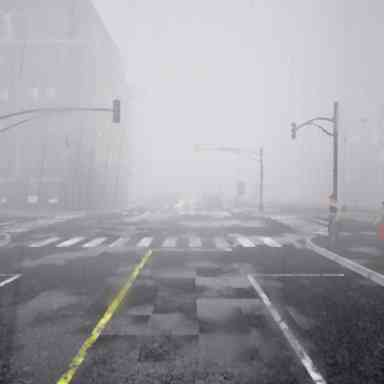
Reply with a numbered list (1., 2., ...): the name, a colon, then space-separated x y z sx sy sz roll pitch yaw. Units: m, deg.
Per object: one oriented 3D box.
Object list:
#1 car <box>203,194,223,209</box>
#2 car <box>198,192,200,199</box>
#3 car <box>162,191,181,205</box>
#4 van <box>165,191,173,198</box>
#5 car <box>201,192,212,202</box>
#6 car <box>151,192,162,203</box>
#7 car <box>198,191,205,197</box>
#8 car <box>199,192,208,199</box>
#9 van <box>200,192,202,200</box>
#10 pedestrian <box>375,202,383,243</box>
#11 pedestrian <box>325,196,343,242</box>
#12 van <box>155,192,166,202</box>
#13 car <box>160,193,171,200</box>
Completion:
1. car: 2.642 1.231 38.722 1.887 1.381 4.507 -1 1 0
2. car: 2.640 1.032 61.305 1.887 1.381 4.507 -1 1 0
3. car: -3.074 1.062 50.399 1.882 1.535 5.008 0 0 0
4. van: -5.711 0.617 83.854 1.690 1.788 3.998 -1 1 0
5. car: 2.640 1.077 44.367 1.967 1.590 4.097 -1 1 0
6. car: -5.706 1.104 55.626 1.947 1.339 4.313 -1 1 0
7. car: 2.673 0.603 95.177 1.967 1.590 4.097 -1 1 0
8. car: 2.644 0.769 78.240 1.967 1.590 4.097 -1 1 0
9. van: 2.638 0.879 55.657 1.690 1.788 3.998 -1 1 0
10. pedestrian: 6.926 1.216 11.870 0.375 1.860 0.375 -1 1 0
11. pedestrian: 5.590 1.044 13.065 0.375 1.860 0.375 -1 1 0
12. van: -5.710 0.829 61.269 1.690 1.788 3.998 -1 1 0
13. car: -5.708 0.928 72.562 1.887 1.381 4.507 -1 1 0
